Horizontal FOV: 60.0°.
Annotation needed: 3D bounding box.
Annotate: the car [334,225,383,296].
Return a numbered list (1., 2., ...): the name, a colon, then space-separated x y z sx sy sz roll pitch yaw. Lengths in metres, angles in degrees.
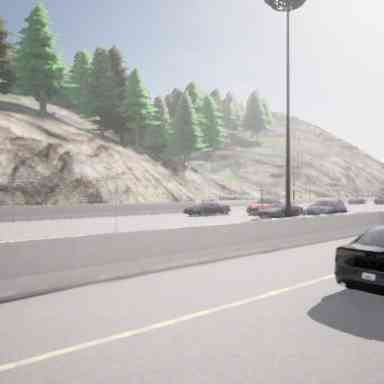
1. car: 5.382 1.495 7.999 5.008 1.535 1.882 0 0 -38

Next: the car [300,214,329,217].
1. car: 10.859 1.411 26.988 4.553 1.767 2.097 0 0 -44
